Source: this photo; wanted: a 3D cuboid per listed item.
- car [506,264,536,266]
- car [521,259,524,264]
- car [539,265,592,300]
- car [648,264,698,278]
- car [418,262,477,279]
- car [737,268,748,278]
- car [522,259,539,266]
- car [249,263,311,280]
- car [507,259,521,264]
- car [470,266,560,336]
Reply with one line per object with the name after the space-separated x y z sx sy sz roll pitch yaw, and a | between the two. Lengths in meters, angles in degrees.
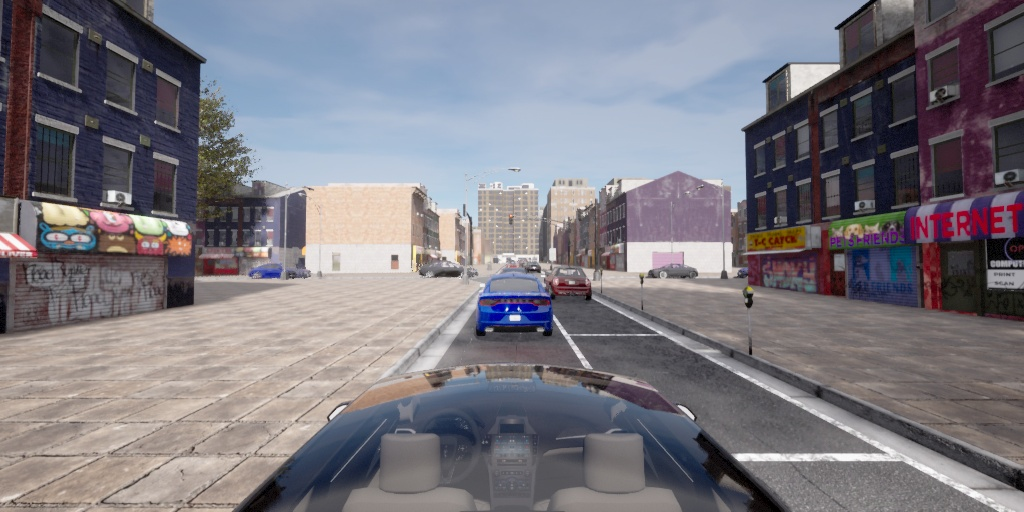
0.093 1.292 17.992 1.812 1.442 4.674 0 0 0 | car
2.617 1.452 49.973 1.948 1.339 4.313 0 0 0 | car
2.629 1.206 17.793 1.967 1.591 4.097 0 0 0 | car
14.595 1.379 32.628 4.181 1.385 1.994 0 -2 0 | car
-5.266 1.231 29.799 4.902 1.511 2.128 0 -2 0 | car
23.049 1.337 32.576 4.674 1.442 1.812 0 -2 0 | car
2.620 1.420 44.537 1.948 1.339 4.313 0 0 0 | car
-19.290 1.341 29.883 4.674 1.442 1.812 0 -2 0 | car
0.104 1.494 51.232 1.895 1.301 4.718 0 0 0 | car
0.036 1.233 10.475 1.882 1.535 5.008 0 0 -1 | car
